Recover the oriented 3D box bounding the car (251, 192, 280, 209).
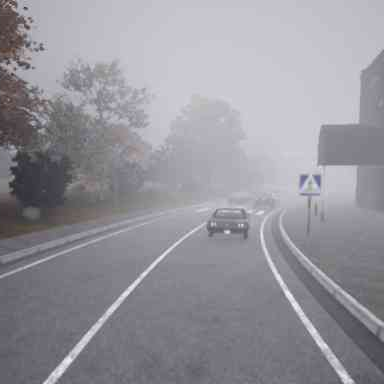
[{"bbox_3d":[8.241,0.761,36.243,2.097,1.767,4.553,2,2,23],"label":"car"}]

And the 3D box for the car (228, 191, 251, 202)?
[{"bbox_3d":[5.822,0.689,39.921,1.882,1.535,5.008,2,2,25],"label":"car"}]

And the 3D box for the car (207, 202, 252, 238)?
[{"bbox_3d":[1.992,1.443,16.919,1.895,1.301,4.718,1,1,11],"label":"car"}]
